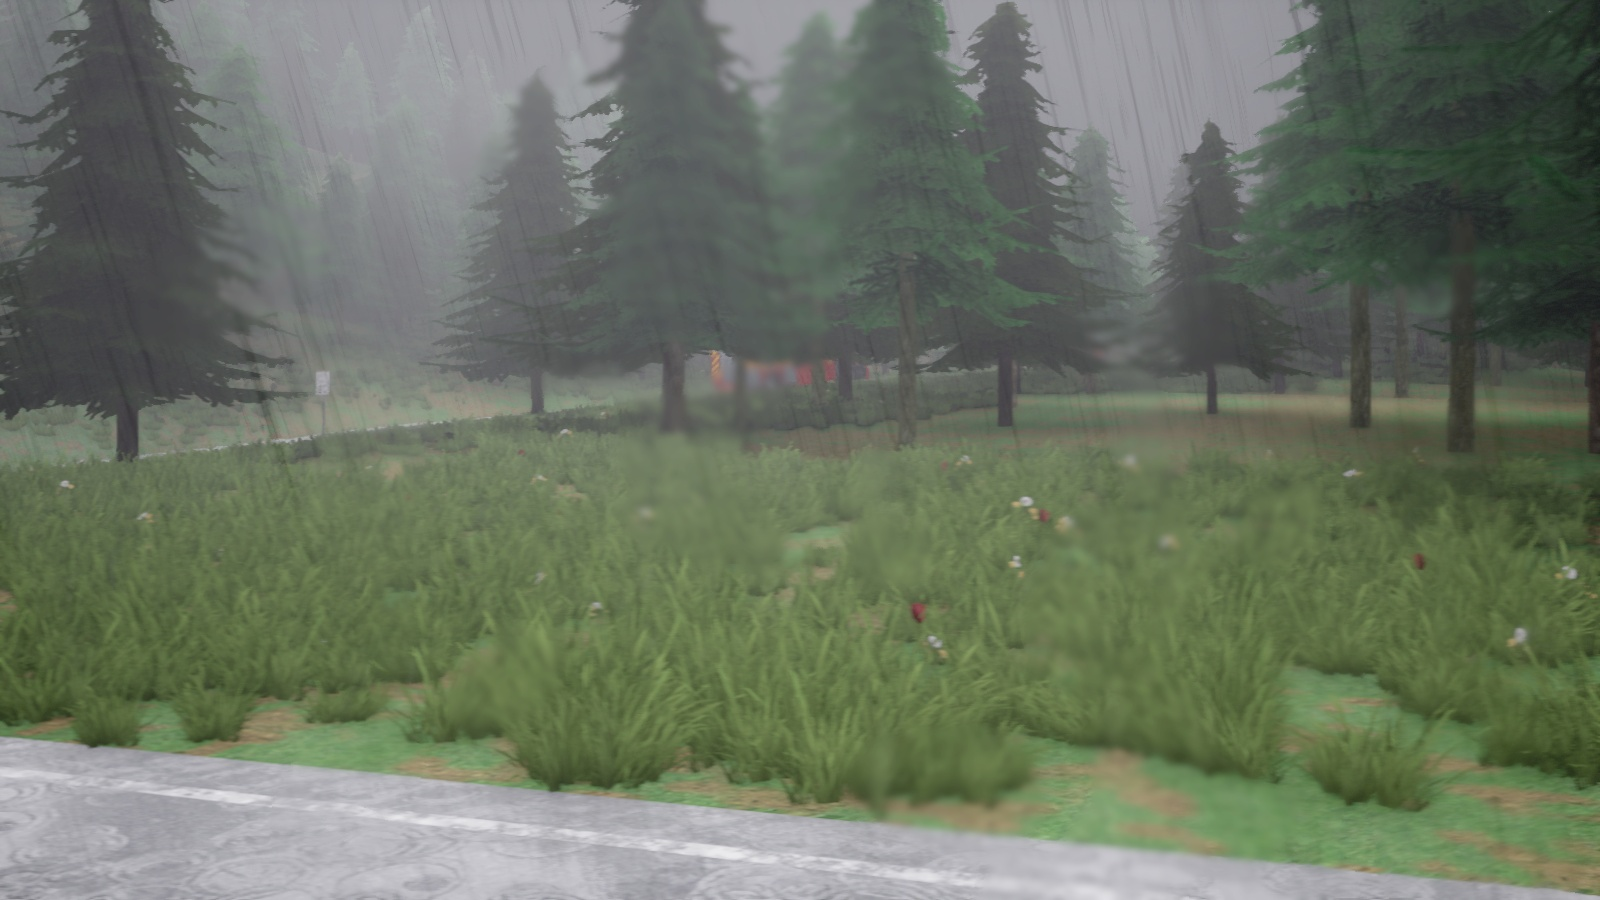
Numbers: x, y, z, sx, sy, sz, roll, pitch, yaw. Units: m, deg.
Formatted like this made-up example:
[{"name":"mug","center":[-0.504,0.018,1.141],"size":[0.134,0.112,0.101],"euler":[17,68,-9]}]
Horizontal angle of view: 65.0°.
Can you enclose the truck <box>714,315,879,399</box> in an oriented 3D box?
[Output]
[{"name":"truck","center":[-0.075,-4.929,65.951],"size":[8.468,3.827,2.891],"euler":[-7,5,-38]}]
